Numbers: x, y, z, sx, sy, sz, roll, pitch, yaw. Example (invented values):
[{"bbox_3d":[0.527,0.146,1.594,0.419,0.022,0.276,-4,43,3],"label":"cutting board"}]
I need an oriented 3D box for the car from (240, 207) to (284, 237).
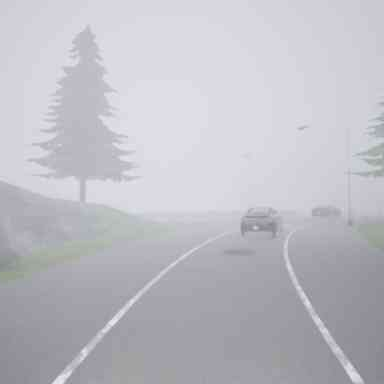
[{"bbox_3d":[3.996,1.588,18.659,2.128,1.511,4.902,-1,-1,21],"label":"car"}]

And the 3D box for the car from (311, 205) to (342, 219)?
[{"bbox_3d":[14.621,2.099,35.988,1.882,1.535,5.008,-4,-5,41],"label":"car"}]
